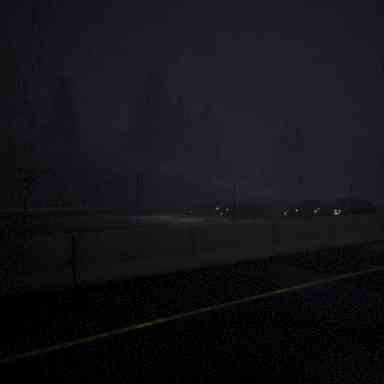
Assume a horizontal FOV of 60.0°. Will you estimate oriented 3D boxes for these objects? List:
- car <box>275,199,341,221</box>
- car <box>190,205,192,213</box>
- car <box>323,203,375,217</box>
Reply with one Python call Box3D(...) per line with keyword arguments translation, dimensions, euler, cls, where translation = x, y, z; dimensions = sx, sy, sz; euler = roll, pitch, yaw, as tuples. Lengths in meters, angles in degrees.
Box3D(translation=(9.170, 1.362, 26.206), dimensions=(4.902, 1.511, 2.128), euler=(0, 0, -29), cls="car")
Box3D(translation=(1.846, 1.387, 30.080), dimensions=(4.718, 1.301, 1.895), euler=(0, 0, -30), cls="car")
Box3D(translation=(10.581, 1.256, 22.976), dimensions=(4.553, 1.767, 2.097), euler=(0, 1, -29), cls="car")
